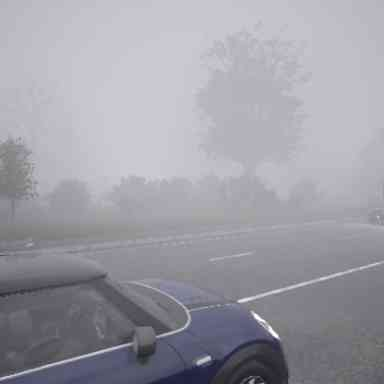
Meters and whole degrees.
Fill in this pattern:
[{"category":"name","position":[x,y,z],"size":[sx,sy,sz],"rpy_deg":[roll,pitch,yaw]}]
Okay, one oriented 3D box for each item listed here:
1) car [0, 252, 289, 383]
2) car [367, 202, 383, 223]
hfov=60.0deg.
[{"category":"car","position":[-1.253,1.347,2.864],"size":[4.553,1.767,2.097],"rpy_deg":[0,0,-36]},{"category":"car","position":[13.756,1.316,22.473],"size":[4.892,1.490,1.837],"rpy_deg":[0,0,-36]}]
